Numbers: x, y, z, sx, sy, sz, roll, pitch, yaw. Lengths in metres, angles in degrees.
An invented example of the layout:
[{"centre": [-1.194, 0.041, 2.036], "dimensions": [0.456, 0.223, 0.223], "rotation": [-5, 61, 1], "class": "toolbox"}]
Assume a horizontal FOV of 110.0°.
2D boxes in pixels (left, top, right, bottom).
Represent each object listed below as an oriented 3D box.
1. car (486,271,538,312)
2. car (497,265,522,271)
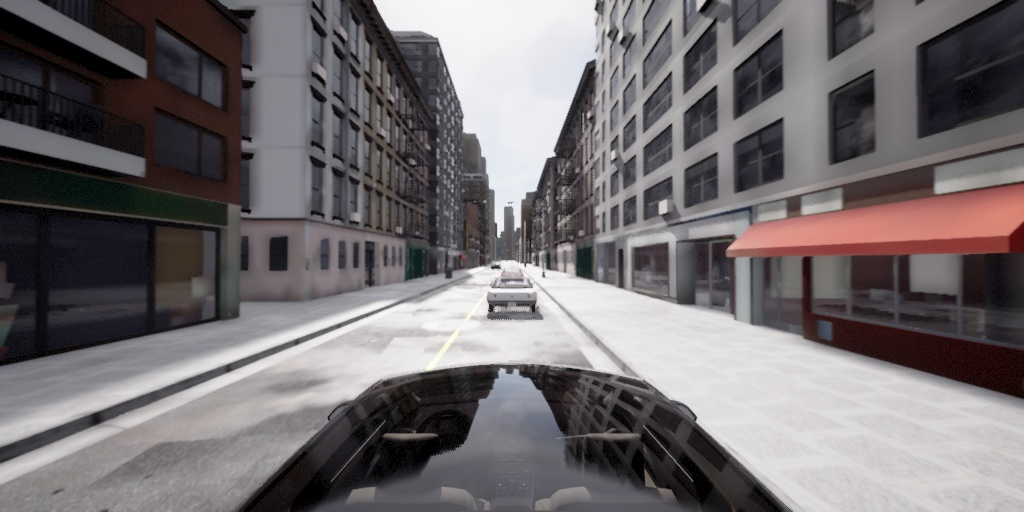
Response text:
[{"centre": [0.023, 1.487, 15.088], "dimensions": [1.895, 1.301, 4.718], "rotation": [0, -1, 1], "class": "car"}, {"centre": [0.026, 1.641, 30.090], "dimensions": [1.895, 1.301, 4.718], "rotation": [0, -1, 1], "class": "car"}]
